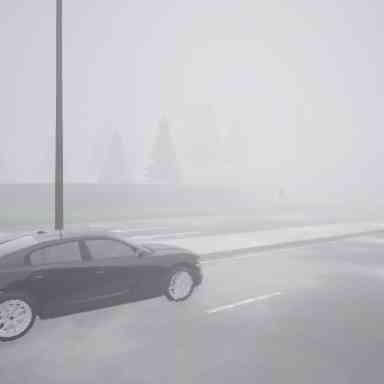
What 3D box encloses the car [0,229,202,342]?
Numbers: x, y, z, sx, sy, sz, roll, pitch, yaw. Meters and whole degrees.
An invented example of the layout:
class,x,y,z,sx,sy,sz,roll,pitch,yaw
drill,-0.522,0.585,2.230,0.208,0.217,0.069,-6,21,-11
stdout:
class,x,y,z,sx,sy,sz,roll,pitch,yaw
car,-2.075,1.477,6.570,5.008,1.535,1.882,0,0,-35
